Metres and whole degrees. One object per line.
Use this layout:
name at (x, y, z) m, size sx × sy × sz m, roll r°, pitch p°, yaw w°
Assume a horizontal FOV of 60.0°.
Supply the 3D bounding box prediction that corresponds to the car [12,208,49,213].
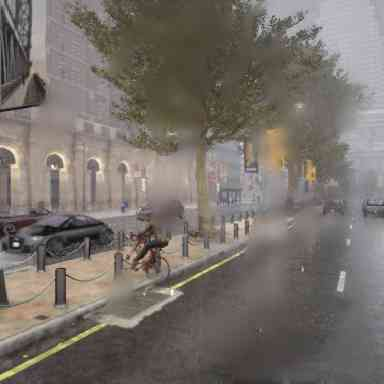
car at (-9.457, 1.595, 18.837) m, size 1.895 × 1.301 × 4.718 m, roll 0°, pitch 0°, yaw 26°

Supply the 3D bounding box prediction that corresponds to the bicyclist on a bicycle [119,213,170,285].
bicyclist on a bicycle at (-1.095, 1.348, 8.287) m, size 1.656 × 1.620 × 0.582 m, roll 15°, pitch -3°, yaw 30°

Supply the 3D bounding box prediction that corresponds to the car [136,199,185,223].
car at (-2.338, 1.352, 25.900) m, size 2.097 × 1.767 × 4.553 m, roll 0°, pitch 0°, yaw 27°

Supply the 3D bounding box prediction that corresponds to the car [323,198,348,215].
car at (14.369, 1.508, 33.548) m, size 1.837 × 1.490 × 4.892 m, roll 0°, pitch 0°, yaw 27°

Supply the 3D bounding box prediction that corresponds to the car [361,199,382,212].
car at (21.297, 1.552, 39.648) m, size 2.033 × 1.411 × 5.357 m, roll 0°, pitch 0°, yaw 27°

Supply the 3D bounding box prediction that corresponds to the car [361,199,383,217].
car at (16.963, 1.495, 30.922) m, size 2.128 × 1.511 × 4.902 m, roll 0°, pitch 0°, yaw 27°

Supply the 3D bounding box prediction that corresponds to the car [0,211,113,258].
car at (-4.979, 1.564, 12.878) m, size 1.994 × 1.385 × 4.181 m, roll 0°, pitch 0°, yaw 27°
